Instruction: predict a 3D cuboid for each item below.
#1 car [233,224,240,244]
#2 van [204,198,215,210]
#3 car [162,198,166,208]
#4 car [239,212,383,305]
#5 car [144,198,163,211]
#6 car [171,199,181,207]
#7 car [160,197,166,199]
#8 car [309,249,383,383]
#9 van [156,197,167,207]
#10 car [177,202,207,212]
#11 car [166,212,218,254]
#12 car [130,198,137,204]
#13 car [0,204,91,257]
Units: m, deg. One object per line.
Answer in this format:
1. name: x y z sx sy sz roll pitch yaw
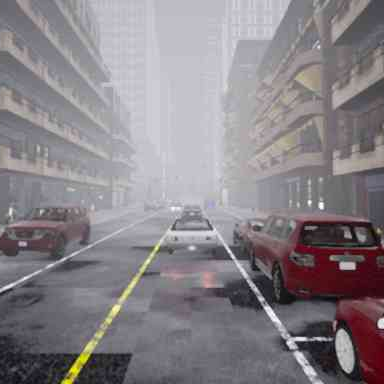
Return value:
1. car: 2.704 1.711 13.718 1.802 1.307 4.206 1 -1 0
2. van: 2.710 1.826 52.501 1.690 1.788 3.998 1 -1 0
3. car: -5.641 2.066 52.447 1.802 1.307 4.206 1 -1 0
4. car: 2.709 1.393 8.181 2.192 1.841 5.009 1 -1 0
5. car: -5.641 1.984 46.906 2.008 1.369 4.403 1 -1 0
6. car: -3.028 2.087 64.536 2.128 1.511 4.902 0 0 1
7. car: -5.641 2.100 57.986 1.947 1.339 4.313 1 -1 0
8. car: 2.704 1.571 2.638 1.887 1.381 4.507 1 -1 0
9. van: -5.806 1.926 63.529 1.690 1.788 3.998 1 -1 0
10. car: 0.003 1.817 29.005 2.033 1.411 5.357 0 0 0
11. car: 0.003 1.733 14.122 1.895 1.301 4.718 0 0 0
12. car: -16.487 2.289 86.174 4.097 1.590 1.967 0 -2 0
13. car: -5.672 1.443 13.668 2.192 1.841 5.009 1 -1 0
